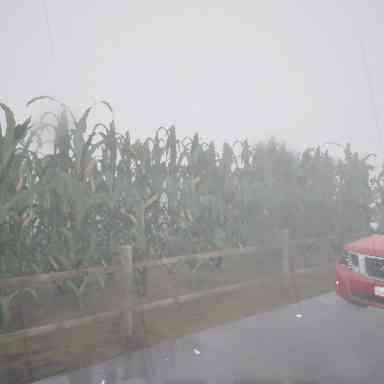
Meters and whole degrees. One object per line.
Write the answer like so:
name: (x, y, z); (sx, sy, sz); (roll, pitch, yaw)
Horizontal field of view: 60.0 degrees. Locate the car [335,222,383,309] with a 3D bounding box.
car: (5.274, 1.232, 6.823); (5.566, 2.045, 2.150); (0, 0, -35)
